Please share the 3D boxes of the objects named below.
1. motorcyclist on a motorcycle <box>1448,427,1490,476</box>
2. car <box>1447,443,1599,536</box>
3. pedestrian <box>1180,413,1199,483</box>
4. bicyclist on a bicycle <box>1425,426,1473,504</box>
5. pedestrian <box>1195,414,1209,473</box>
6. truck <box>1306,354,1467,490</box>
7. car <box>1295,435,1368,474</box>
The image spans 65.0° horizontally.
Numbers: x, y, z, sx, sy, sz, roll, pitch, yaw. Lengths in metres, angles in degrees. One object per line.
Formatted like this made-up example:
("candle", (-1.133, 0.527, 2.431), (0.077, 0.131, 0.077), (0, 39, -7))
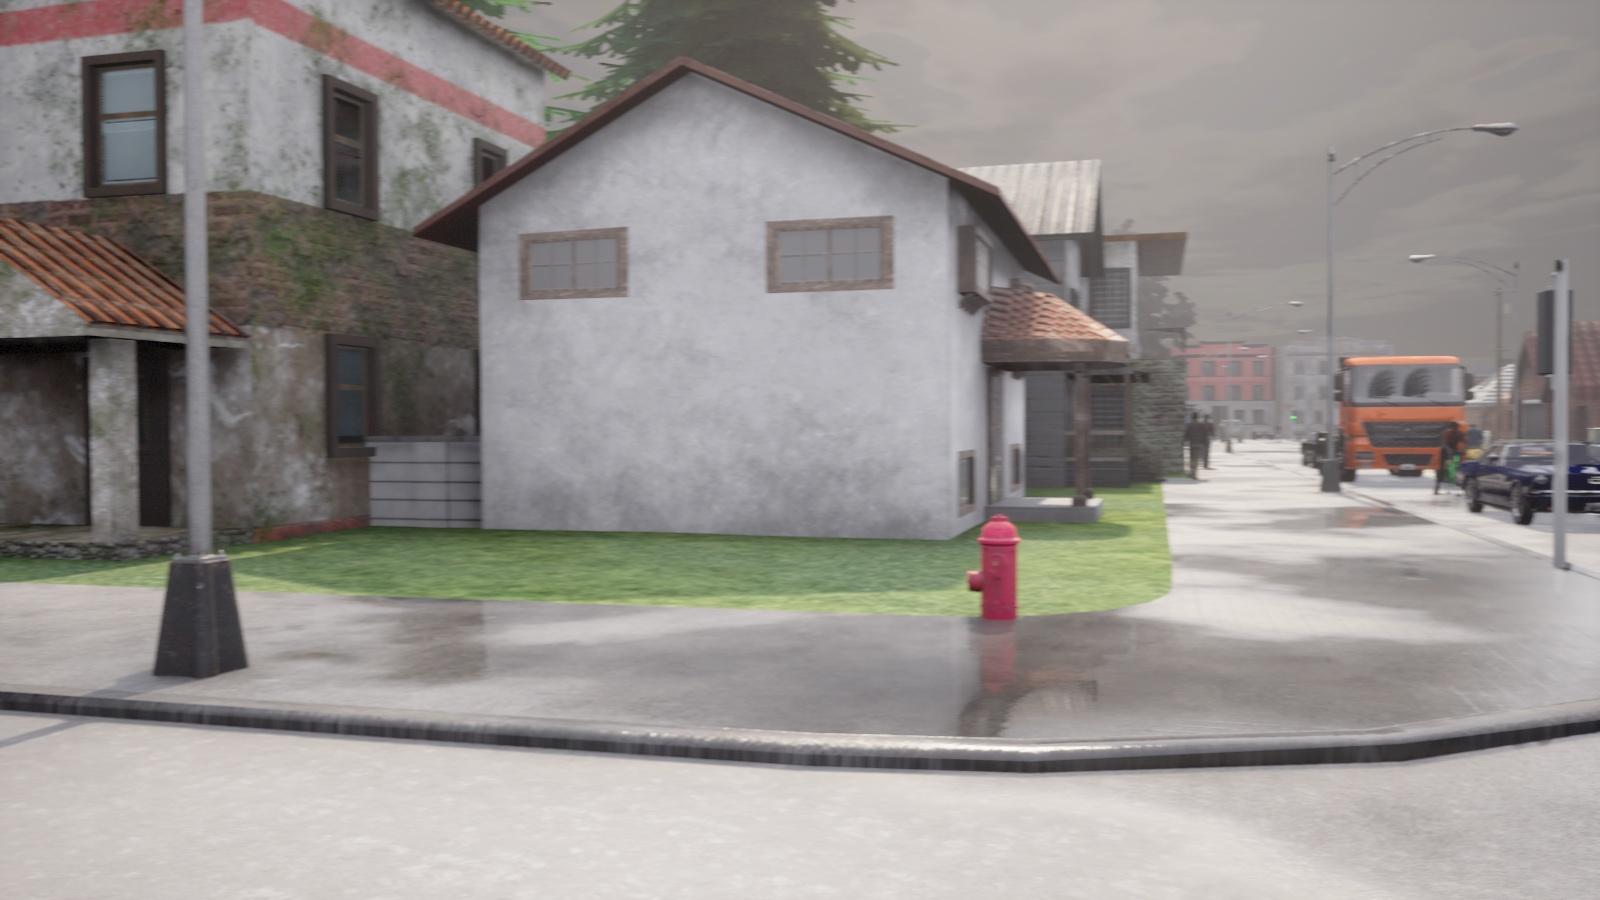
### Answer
("motorcyclist on a motorcycle", (22.466, 0.044, 42.224), (0.866, 1.590, 1.817), (0, 2, 16))
("car", (12.225, 0.570, 20.634), (1.895, 1.301, 4.718), (0, 1, 15))
("pedestrian", (10.359, -0.067, 33.425), (0.431, 1.840, 0.703), (0, 1, 14))
("bicyclist on a bicycle", (14.127, 0.301, 27.372), (0.582, 1.620, 1.656), (0, 1, 16))
("pedestrian", (13.450, -0.221, 42.016), (0.402, 1.930, 0.666), (0, 1, 16))
("truck", (16.601, -0.792, 36.120), (2.891, 3.462, 7.936), (0, 1, 16))
("car", (19.333, 0.114, 45.857), (1.895, 1.301, 4.718), (0, 1, 16))
